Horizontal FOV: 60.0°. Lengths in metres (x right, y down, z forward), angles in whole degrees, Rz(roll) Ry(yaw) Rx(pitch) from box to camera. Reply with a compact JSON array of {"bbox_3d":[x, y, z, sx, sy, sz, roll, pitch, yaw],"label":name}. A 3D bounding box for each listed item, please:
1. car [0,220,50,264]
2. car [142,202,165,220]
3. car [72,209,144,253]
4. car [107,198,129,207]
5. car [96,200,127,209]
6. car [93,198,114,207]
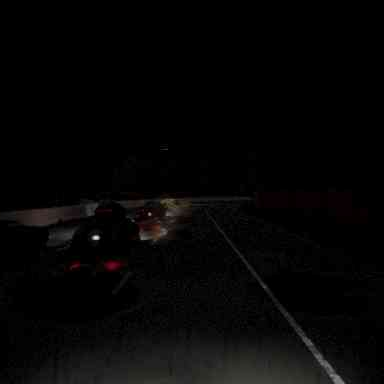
[{"bbox_3d":[-6.937,1.650,11.928,1.895,1.301,4.718,0,0,0],"label":"car"},{"bbox_3d":[-3.428,1.645,29.358,1.812,1.442,4.674,0,0,0],"label":"car"},{"bbox_3d":[-3.427,1.621,13.908,1.994,1.385,4.181,0,0,0],"label":"car"},{"bbox_3d":[-12.313,1.733,55.969,1.837,1.490,4.892,0,0,11],"label":"car"},{"bbox_3d":[-6.930,1.623,28.456,1.837,1.490,4.892,0,0,0],"label":"car"},{"bbox_3d":[-15.435,1.763,58.243,1.812,1.442,4.674,0,0,11],"label":"car"}]
